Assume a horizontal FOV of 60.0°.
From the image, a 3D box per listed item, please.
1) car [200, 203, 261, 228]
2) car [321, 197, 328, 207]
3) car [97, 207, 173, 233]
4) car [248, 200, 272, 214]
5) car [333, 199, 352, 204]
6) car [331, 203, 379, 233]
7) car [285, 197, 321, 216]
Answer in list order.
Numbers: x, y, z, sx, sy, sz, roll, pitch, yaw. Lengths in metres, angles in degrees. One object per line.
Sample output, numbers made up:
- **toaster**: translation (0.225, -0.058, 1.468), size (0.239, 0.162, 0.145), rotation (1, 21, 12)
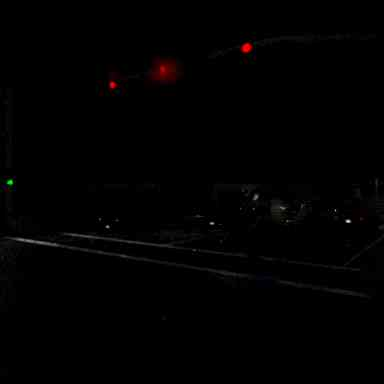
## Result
- **car**: translation (2.521, 1.609, 22.132), size (1.895, 1.301, 4.718), rotation (0, 0, 37)
- **car**: translation (18.608, 1.512, 49.319), size (1.882, 1.535, 5.008), rotation (0, 0, 37)
- **car**: translation (-3.359, 1.606, 20.114), size (1.895, 1.301, 4.718), rotation (0, 0, 37)
- **car**: translation (6.434, 1.539, 33.182), size (1.812, 1.442, 4.674), rotation (0, 0, 37)
- **car**: translation (21.446, 1.617, 47.268), size (1.994, 1.385, 4.181), rotation (0, 0, 37)
- **car**: translation (9.724, 1.574, 19.752), size (1.994, 1.385, 4.181), rotation (0, 0, 37)
- **car**: translation (10.986, 1.371, 33.448), size (2.097, 1.767, 4.553), rotation (0, 0, 36)
